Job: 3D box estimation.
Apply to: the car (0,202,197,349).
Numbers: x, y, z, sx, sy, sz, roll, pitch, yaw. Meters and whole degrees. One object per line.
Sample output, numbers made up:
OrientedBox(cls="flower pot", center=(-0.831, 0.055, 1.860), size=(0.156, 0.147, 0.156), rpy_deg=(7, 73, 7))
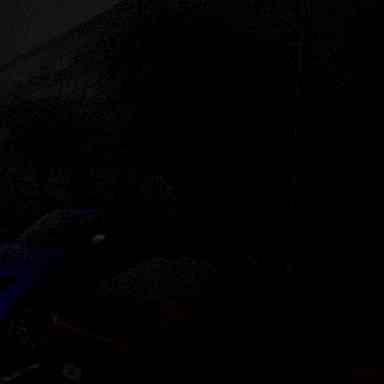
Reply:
OrientedBox(cls="car", center=(-1.917, 1.254, 6.610), size=(2.435, 2.045, 5.566), rpy_deg=(-1, 0, 35))

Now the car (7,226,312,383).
OrientedBox(cls="car", center=(0.328, 1.484, 5.045), size=(2.097, 1.535, 5.008), rpy_deg=(-1, 0, 35))
